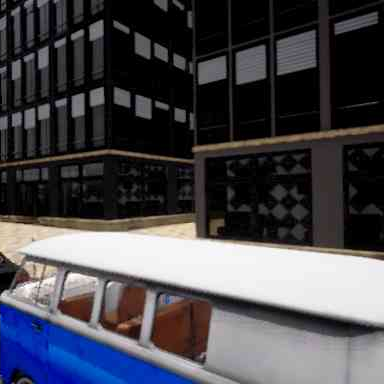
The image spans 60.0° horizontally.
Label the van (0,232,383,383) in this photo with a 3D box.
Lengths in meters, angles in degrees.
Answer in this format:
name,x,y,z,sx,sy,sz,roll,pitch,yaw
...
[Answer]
name,x,y,z,sx,sy,sz,roll,pitch,yaw
van,-0.153,1.344,2.961,3.998,1.788,1.690,0,-1,36
